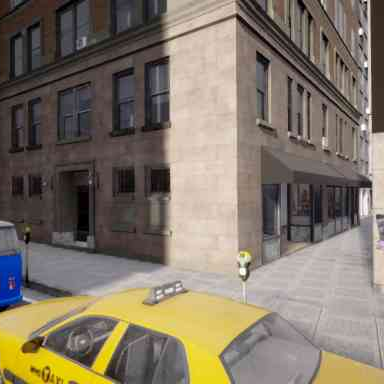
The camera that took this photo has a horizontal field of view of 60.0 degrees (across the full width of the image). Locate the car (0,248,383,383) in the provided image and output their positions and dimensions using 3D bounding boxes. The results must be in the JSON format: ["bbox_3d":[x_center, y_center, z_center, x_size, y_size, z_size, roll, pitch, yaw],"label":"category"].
[{"bbox_3d":[-0.452,1.526,3.182,4.829,1.417,1.752,0,-1,36],"label":"car"}]

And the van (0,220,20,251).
[{"bbox_3d":[-4.928,1.342,6.384,3.998,1.788,1.690,0,-1,36],"label":"van"}]
